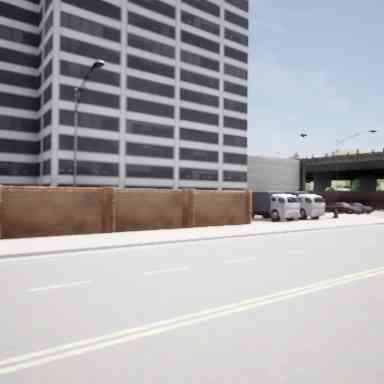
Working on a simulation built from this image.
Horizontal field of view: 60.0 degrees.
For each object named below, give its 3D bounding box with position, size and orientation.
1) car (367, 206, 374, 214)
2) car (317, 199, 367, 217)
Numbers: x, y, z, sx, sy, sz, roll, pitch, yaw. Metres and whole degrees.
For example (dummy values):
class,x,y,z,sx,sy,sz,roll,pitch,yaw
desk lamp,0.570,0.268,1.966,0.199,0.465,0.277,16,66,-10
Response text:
class,x,y,z,sx,sy,sz,roll,pitch,yaw
car,20.905,2.061,42.633,1.994,1.385,4.181,1,-1,-36
car,18.178,1.976,40.430,1.812,1.442,4.674,1,-1,-36
